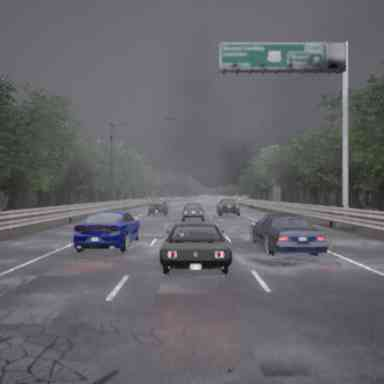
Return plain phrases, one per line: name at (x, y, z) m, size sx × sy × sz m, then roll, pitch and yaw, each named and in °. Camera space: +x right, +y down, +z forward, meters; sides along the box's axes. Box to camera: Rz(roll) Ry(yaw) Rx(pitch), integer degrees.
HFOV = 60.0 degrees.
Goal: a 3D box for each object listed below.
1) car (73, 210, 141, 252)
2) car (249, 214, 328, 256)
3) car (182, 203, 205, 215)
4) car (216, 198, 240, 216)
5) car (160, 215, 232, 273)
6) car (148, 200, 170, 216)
car at (-3.402, 1.516, 14.108) m, size 1.882 × 1.535 × 5.008 m, roll 0°, pitch 0°, yaw 0°
car at (3.595, 1.584, 13.295) m, size 2.033 × 1.411 × 5.357 m, roll 0°, pitch 0°, yaw 0°
car at (0.099, 1.647, 28.214) m, size 2.033 × 1.411 × 5.357 m, roll 0°, pitch 0°, yaw 0°
car at (3.608, 1.485, 34.197) m, size 2.097 × 1.767 × 4.553 m, roll 0°, pitch 0°, yaw 0°
car at (0.099, 1.629, 10.690) m, size 1.895 × 1.301 × 4.718 m, roll 0°, pitch 0°, yaw 0°
car at (-3.391, 1.639, 34.519) m, size 1.837 × 1.490 × 4.892 m, roll 0°, pitch 0°, yaw 0°
